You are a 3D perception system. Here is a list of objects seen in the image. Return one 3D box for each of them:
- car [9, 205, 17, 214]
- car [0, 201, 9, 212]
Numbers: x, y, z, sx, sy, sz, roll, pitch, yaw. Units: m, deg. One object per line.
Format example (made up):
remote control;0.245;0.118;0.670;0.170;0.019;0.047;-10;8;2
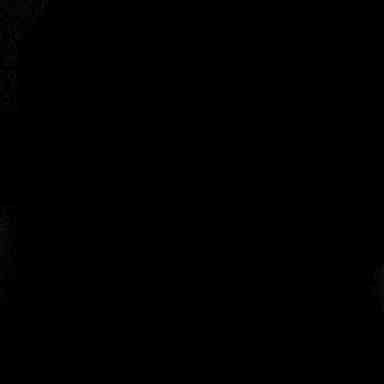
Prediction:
car;-16.225;1.525;33.541;1.802;1.307;4.206;0;-1;36
car;-19.368;1.181;29.152;2.192;1.841;5.009;0;-1;36
